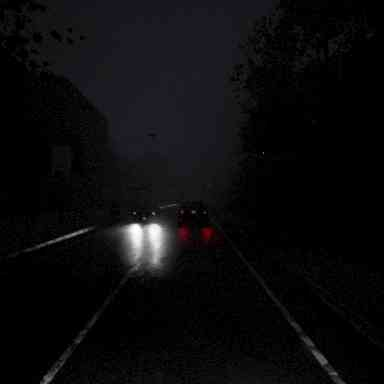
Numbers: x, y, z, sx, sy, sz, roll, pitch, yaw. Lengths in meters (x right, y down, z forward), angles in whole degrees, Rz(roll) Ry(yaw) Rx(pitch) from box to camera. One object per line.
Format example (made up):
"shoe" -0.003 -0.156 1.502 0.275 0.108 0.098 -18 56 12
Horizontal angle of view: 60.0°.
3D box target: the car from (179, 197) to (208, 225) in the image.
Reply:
"car" 0.109 1.436 25.142 2.097 1.767 4.553 0 0 0

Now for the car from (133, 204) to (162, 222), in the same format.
"car" -3.573 1.690 27.139 1.895 1.301 4.718 0 0 0

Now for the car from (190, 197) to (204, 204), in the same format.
"car" 1.086 1.753 68.741 1.812 1.442 4.674 -1 0 14

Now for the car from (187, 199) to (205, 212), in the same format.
"car" 0.565 1.672 42.627 2.033 1.411 5.357 0 0 4
